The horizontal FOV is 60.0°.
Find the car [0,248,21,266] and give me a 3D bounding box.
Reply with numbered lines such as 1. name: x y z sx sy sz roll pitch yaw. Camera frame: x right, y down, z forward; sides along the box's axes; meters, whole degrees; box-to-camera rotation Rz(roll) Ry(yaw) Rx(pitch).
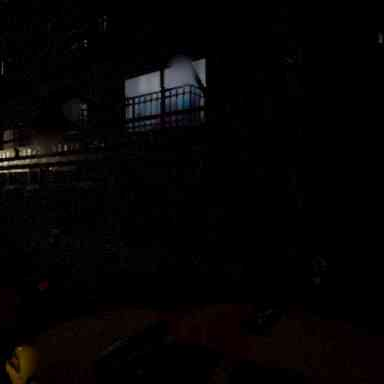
1. car: -4.125 1.572 5.819 4.206 1.307 1.802 0 0 36

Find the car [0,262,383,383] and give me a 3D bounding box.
1. car: 0.320 1.524 2.647 4.829 1.417 1.752 0 0 36
